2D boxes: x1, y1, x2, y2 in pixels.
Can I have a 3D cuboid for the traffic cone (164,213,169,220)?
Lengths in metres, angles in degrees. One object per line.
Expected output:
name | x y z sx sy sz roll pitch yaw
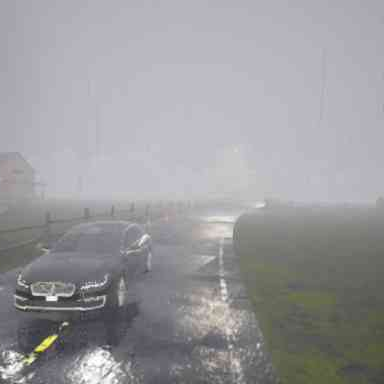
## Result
traffic cone | -2.094 1.994 27.728 0.340 0.580 0.340 0 0 10

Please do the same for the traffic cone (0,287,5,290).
traffic cone | -4.507 1.939 7.569 0.340 0.580 0.340 0 0 3

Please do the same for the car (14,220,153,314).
car | -2.145 1.500 7.868 1.837 1.490 4.892 0 0 4
